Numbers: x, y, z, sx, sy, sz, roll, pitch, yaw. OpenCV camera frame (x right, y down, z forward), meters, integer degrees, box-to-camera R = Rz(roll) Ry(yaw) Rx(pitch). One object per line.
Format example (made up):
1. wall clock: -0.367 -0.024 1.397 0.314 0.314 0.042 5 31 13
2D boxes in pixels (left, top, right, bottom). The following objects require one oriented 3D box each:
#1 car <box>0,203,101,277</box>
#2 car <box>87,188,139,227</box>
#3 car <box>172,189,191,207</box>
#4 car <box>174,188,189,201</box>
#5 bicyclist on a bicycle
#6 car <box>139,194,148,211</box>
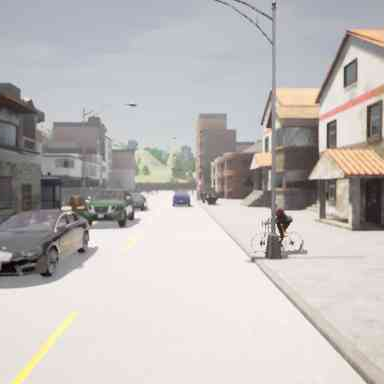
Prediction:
1. car: -4.380 1.293 9.633 2.128 1.511 4.902 0 1 -2
2. car: -4.723 0.812 19.637 2.150 2.045 5.566 0 1 -2
3. car: -1.131 0.717 35.996 1.882 1.535 5.008 0 1 -2
4. car: -1.594 0.321 48.858 2.097 1.767 4.553 0 1 -1
5. bicyclist on a bicycle: 2.643 1.122 10.337 1.656 1.620 0.582 0 1 -2
6. car: -5.050 0.900 29.930 1.812 1.442 4.674 0 1 -2
